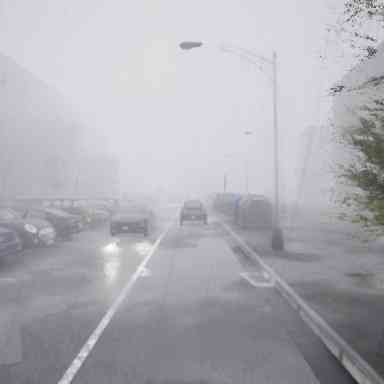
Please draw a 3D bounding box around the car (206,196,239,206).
[{"bbox_3d":[4.687,1.343,52.168,5.008,1.535,2.097,0,0,0],"label":"car"}]

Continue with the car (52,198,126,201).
[{"bbox_3d":[-7.643,1.416,23.973,4.892,1.521,2.231,0,0,0],"label":"car"}]

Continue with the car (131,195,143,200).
[{"bbox_3d":[-7.834,1.389,32.353,5.366,1.575,1.946,0,0,0],"label":"car"}]

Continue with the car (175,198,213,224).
[{"bbox_3d":[0.101,1.428,23.939,2.128,1.511,4.902,0,0,0],"label":"car"}]

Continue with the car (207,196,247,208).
[{"bbox_3d":[4.867,1.351,46.460,5.366,1.575,1.946,0,0,0],"label":"car"}]

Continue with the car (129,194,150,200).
[{"bbox_3d":[-7.835,1.374,37.941,5.366,1.575,1.946,0,0,0],"label":"car"}]

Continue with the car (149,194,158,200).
[{"bbox_3d":[-7.620,1.384,46.322,4.792,1.488,2.163,0,0,0],"label":"car"}]

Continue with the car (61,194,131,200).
[{"bbox_3d":[-7.617,1.282,26.764,4.553,1.767,2.185,0,0,0],"label":"car"}]

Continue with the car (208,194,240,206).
[{"bbox_3d":[4.650,1.220,49.378,4.553,1.767,2.185,0,0,0],"label":"car"}]

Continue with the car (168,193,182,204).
[{"bbox_3d":[-3.039,1.191,59.780,2.150,2.045,5.566,0,-1,1],"label":"car"}]

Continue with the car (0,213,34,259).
[{"bbox_3d":[-7.647,1.493,10.005,4.674,1.452,2.002,0,0,0],"label":"car"}]

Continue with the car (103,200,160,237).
[{"bbox_3d":[-3.100,1.428,18.093,1.882,1.535,5.008,0,0,0],"label":"car"}]

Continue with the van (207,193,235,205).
[{"bbox_3d":[4.798,1.133,54.944,4.442,1.987,1.878,0,-1,0],"label":"van"}]

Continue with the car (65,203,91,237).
[{"bbox_3d":[-7.644,1.438,15.467,5.008,1.535,2.097,0,0,0],"label":"car"}]

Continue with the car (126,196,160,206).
[{"bbox_3d":[-7.648,1.343,51.850,5.008,1.535,2.097,0,0,0],"label":"car"}]

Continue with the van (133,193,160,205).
[{"bbox_3d":[-7.765,1.165,57.470,4.442,1.987,1.878,0,-1,0],"label":"van"}]

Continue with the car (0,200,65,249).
[{"bbox_3d":[-7.680,1.319,12.796,4.553,1.767,2.185,0,0,0],"label":"car"}]

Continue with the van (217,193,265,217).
[{"bbox_3d":[4.798,1.173,29.838,4.442,1.987,1.878,0,0,0],"label":"van"}]

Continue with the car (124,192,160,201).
[{"bbox_3d":[-7.620,1.095,49.115,5.566,2.045,2.435,0,0,0],"label":"car"}]

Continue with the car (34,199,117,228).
[{"bbox_3d":[-7.655,1.423,21.179,4.892,1.521,2.231,0,0,0],"label":"car"}]

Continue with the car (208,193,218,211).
[{"bbox_3d":[4.709,1.140,32.630,5.566,2.045,2.435,0,0,0],"label":"car"}]

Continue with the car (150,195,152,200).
[{"bbox_3d":[-7.678,1.399,40.734,4.792,1.488,2.163,0,0,0],"label":"car"}]

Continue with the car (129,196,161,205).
[{"bbox_3d":[-7.678,1.386,54.682,4.792,1.488,2.163,0,0,0],"label":"car"}]

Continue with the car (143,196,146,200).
[{"bbox_3d":[-7.678,1.414,35.146,4.792,1.488,2.163,0,0,0],"label":"car"}]
